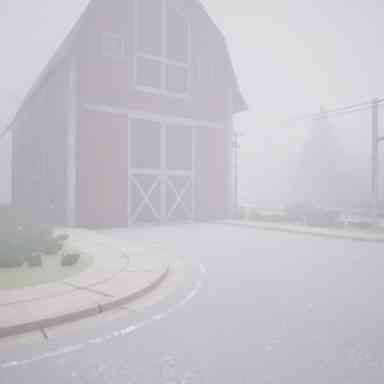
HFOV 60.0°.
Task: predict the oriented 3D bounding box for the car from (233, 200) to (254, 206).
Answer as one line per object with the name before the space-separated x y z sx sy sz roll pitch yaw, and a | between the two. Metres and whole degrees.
car | 5.388 1.651 38.380 1.812 1.442 4.674 0 0 -34

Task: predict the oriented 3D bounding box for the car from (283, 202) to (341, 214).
car | 10.814 1.672 30.495 2.033 1.411 5.357 0 0 -35

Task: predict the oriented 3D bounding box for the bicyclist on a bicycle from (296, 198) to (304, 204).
bicyclist on a bicycle | 13.144 1.448 40.118 1.656 1.620 0.582 46 -26 -23
